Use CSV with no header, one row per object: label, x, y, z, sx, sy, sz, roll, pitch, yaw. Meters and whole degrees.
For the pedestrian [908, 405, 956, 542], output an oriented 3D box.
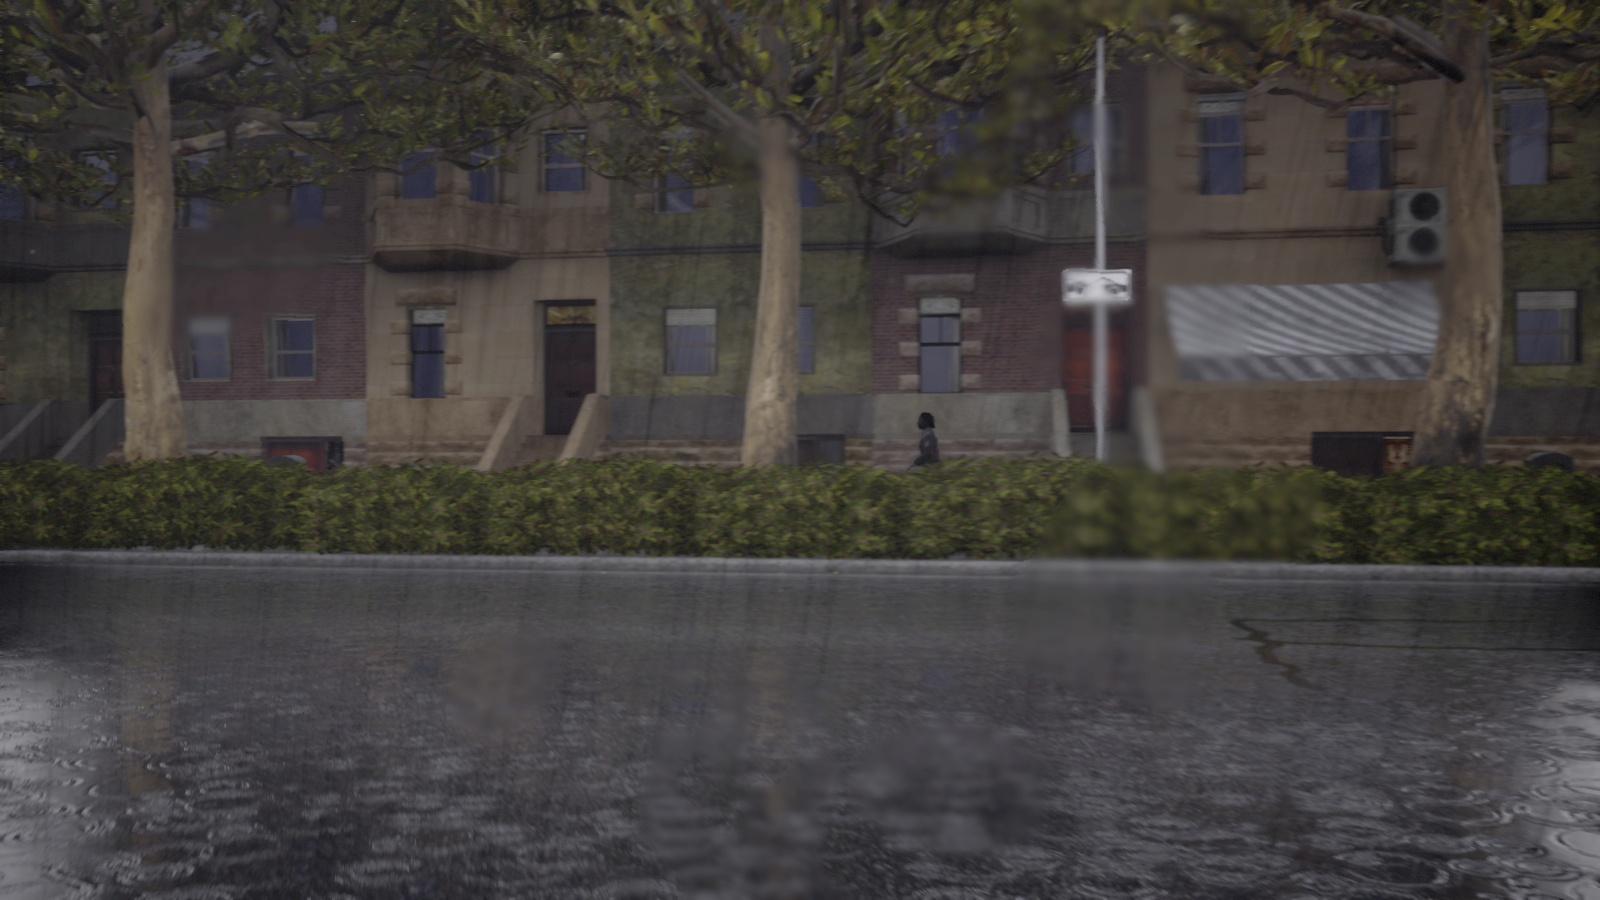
pedestrian,1.893,0.328,17.956,0.666,1.930,0.402,0,0,9
